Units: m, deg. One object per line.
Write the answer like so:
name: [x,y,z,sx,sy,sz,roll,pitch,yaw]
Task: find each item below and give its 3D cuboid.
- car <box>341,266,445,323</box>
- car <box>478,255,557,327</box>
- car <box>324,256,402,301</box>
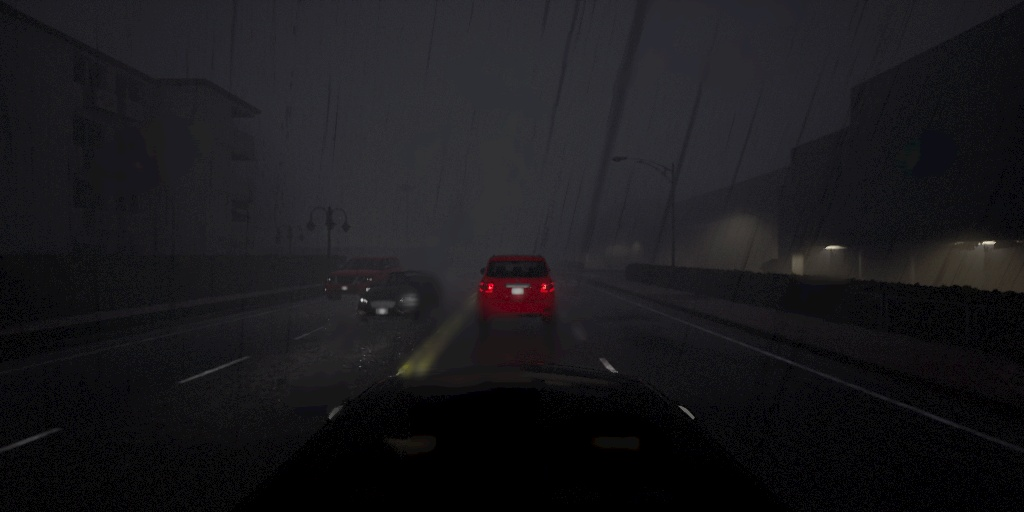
car: [-3.573,1.264,12.326,2.128,1.511,4.902,0,0,0]
car: [0.125,0.992,11.705,2.150,2.045,5.566,0,0,0]
car: [-7.046,1.007,17.891,2.150,2.045,5.566,0,0,0]
